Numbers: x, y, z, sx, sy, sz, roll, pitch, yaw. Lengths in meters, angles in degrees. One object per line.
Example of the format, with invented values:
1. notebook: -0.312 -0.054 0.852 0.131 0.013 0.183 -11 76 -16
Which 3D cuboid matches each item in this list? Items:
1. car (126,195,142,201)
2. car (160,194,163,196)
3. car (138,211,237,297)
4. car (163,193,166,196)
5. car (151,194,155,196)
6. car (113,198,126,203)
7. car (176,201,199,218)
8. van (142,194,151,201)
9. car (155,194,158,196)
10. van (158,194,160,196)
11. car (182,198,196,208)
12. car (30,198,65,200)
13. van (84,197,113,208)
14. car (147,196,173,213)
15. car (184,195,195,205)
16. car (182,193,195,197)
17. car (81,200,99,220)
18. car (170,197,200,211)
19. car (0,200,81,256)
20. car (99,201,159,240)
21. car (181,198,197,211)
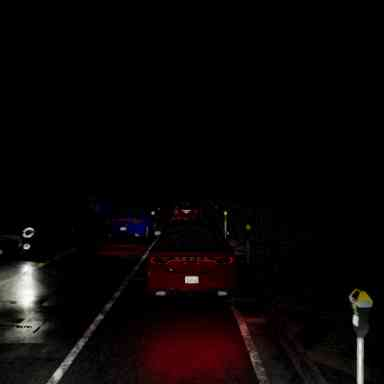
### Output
1. car: -8.911 1.439 47.891 1.967 1.590 4.097 0 0 0
2. car: -8.911 1.447 81.710 1.967 1.590 4.097 0 0 0
3. car: -0.006 1.477 8.651 1.882 1.535 5.008 0 0 0
4. car: -8.912 1.324 87.347 2.192 1.841 5.009 0 0 0
5. car: -8.911 1.526 64.631 1.752 1.417 4.829 0 0 0
6. car: -8.911 1.439 36.617 1.967 1.590 4.097 0 0 0
7. car: -0.385 1.565 30.990 1.947 1.339 4.313 0 0 0
8. van: -8.911 1.340 59.164 1.690 1.788 3.998 0 0 0
9. car: -8.911 1.553 70.437 2.008 1.369 4.403 0 0 0
10. van: -8.912 1.345 76.073 1.690 1.788 3.998 0 0 0
11. car: -0.385 1.565 47.899 1.947 1.339 4.313 0 0 0
12. car: -8.911 1.314 19.706 2.192 1.841 5.009 0 0 0
13. van: -8.911 1.340 30.980 1.690 1.788 3.998 0 0 0
14. car: -3.146 1.476 34.293 1.882 1.535 5.008 0 0 0
15. car: -0.386 1.439 59.171 1.967 1.590 4.097 0 0 0
16. car: -0.386 1.314 36.627 2.192 1.841 5.009 0 0 0
17. car: -8.910 1.544 25.344 1.887 1.381 4.507 0 0 0
18. car: -0.386 1.439 25.353 1.967 1.590 4.097 0 0 0
19. car: -6.246 1.351 12.979 2.097 1.767 4.553 0 0 0
20. car: -3.045 1.477 17.170 1.882 1.535 5.008 0 0 0
21. car: -0.385 1.544 42.263 1.887 1.381 4.507 0 0 0
